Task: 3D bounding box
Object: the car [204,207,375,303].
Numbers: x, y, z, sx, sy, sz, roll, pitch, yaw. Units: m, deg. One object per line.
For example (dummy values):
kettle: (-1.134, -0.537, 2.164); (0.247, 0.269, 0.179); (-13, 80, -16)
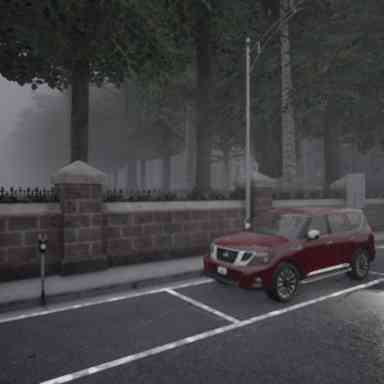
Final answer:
car: (2.684, 1.337, 8.451); (5.009, 1.841, 2.192); (0, 0, -36)
